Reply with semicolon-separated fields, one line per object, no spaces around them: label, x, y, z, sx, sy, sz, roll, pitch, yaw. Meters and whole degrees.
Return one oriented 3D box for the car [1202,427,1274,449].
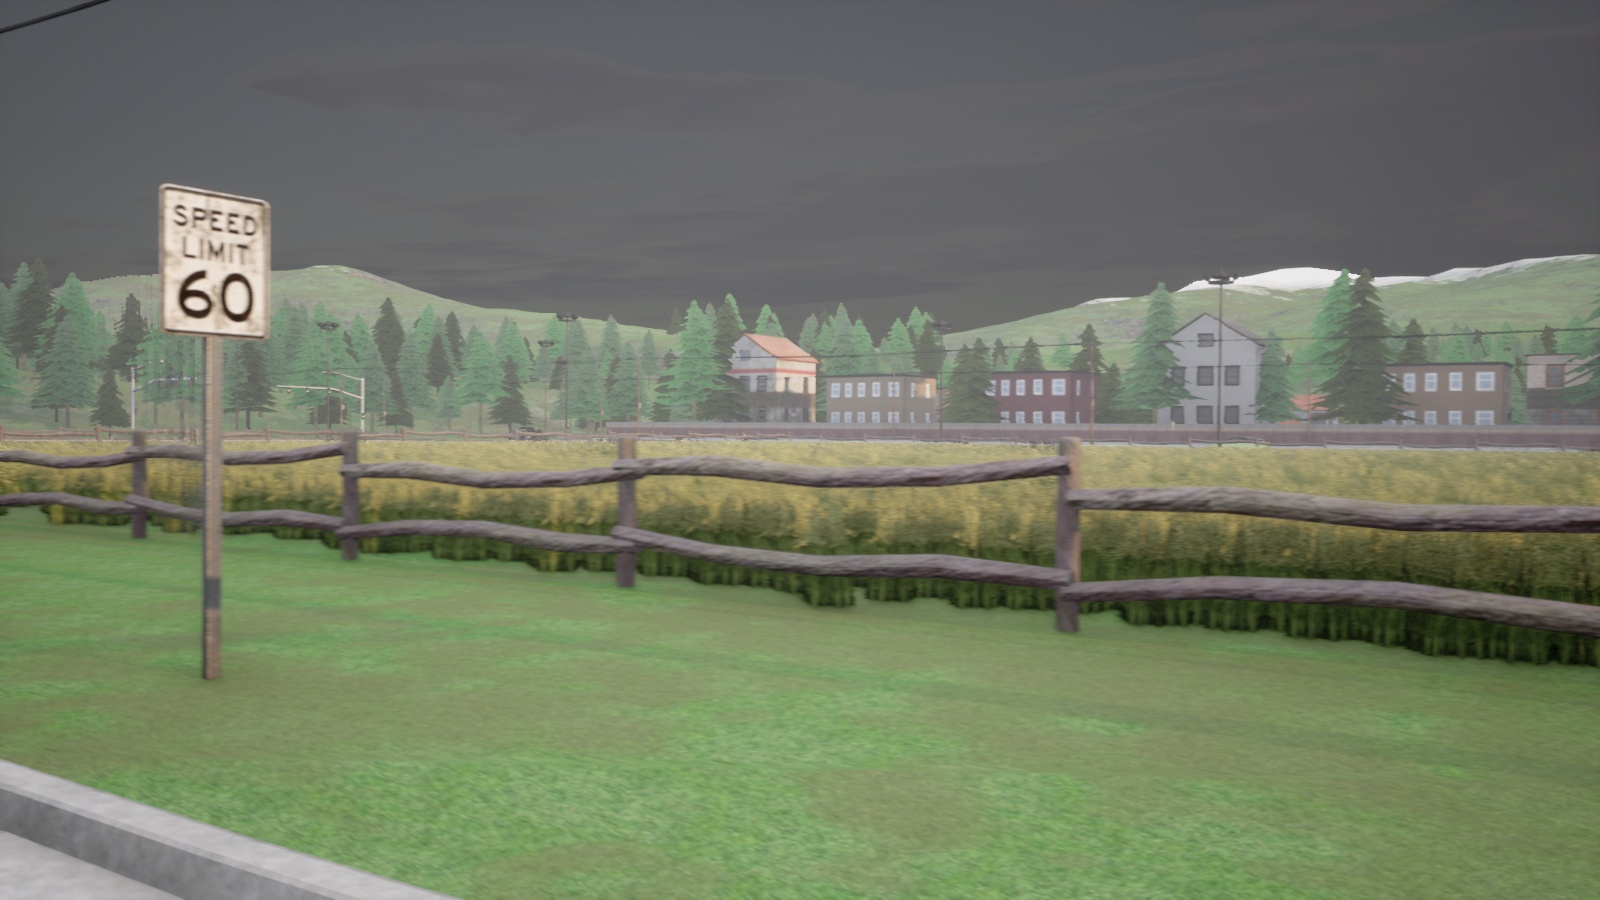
car;31.471;-0.837;90.216;4.514;1.525;2.007;0;1;34

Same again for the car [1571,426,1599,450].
car;50.192;-0.770;77.656;4.193;1.474;1.816;0;1;34
